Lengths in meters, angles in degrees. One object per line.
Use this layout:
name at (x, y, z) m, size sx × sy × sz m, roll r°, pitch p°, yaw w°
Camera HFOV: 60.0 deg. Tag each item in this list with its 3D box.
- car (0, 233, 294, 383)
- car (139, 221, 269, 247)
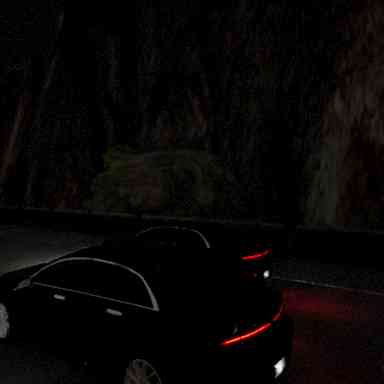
car at (-1.081, 1.505, 4.764) m, size 4.892 × 1.490 × 1.837 m, roll 0°, pitch 0°, yaw 35°
car at (-0.366, 1.504, 8.553) m, size 4.892 × 1.490 × 1.837 m, roll 0°, pitch 0°, yaw 35°
